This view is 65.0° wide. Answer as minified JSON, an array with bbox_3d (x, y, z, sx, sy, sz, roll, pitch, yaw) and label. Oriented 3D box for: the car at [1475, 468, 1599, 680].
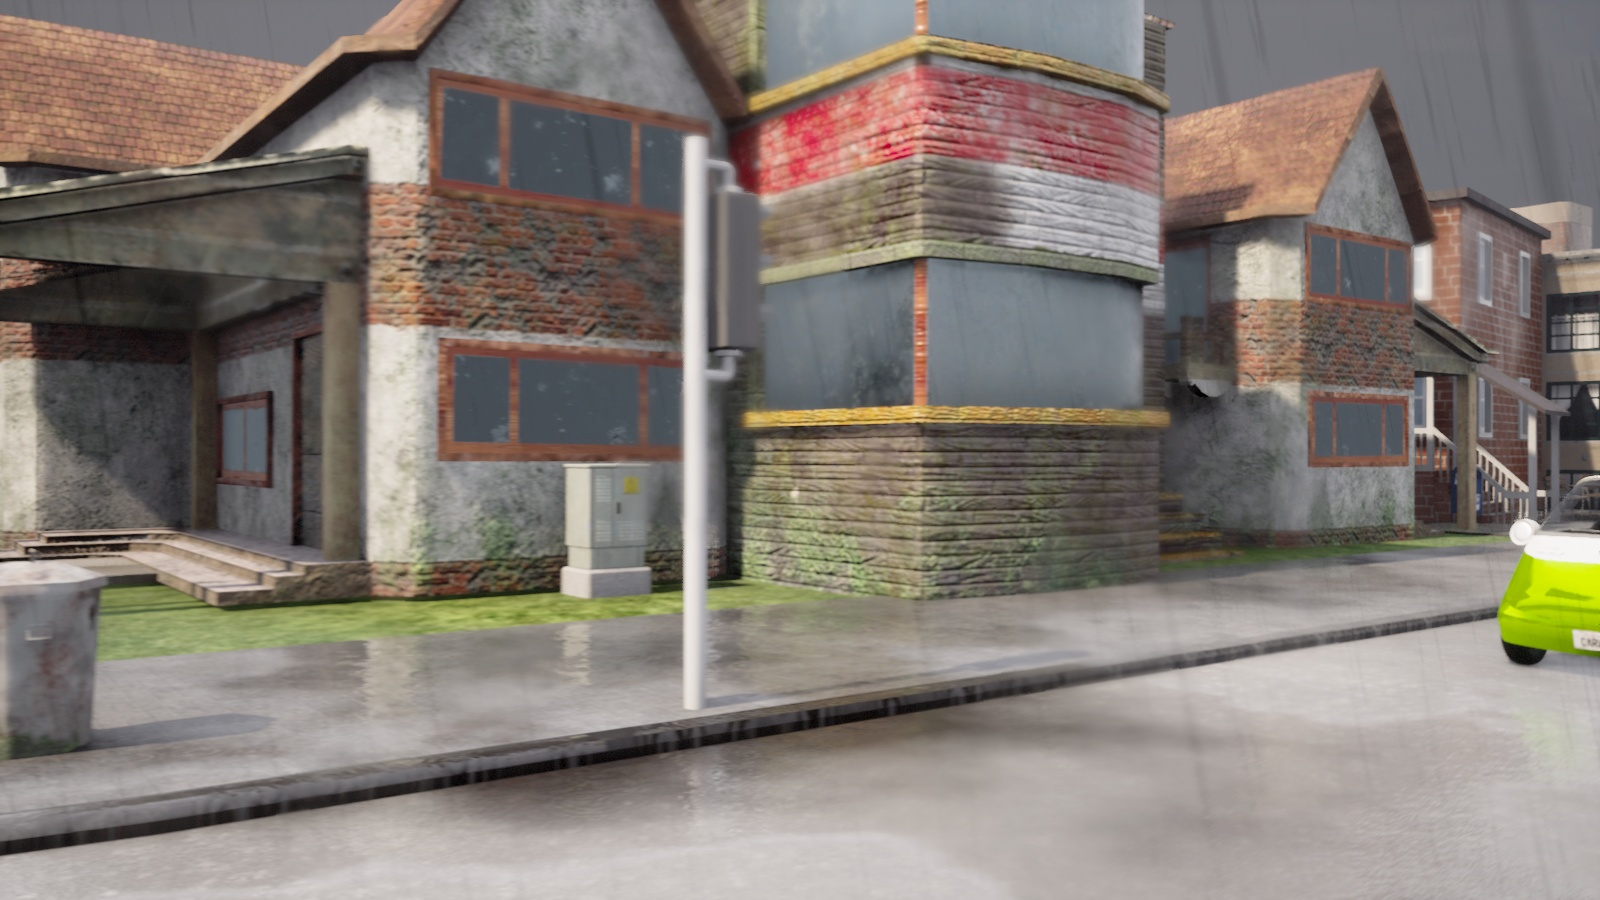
[{"bbox_3d":[6.072,0.822,8.891,2.207,1.376,1.481,0,0,-37],"label":"car"}]
